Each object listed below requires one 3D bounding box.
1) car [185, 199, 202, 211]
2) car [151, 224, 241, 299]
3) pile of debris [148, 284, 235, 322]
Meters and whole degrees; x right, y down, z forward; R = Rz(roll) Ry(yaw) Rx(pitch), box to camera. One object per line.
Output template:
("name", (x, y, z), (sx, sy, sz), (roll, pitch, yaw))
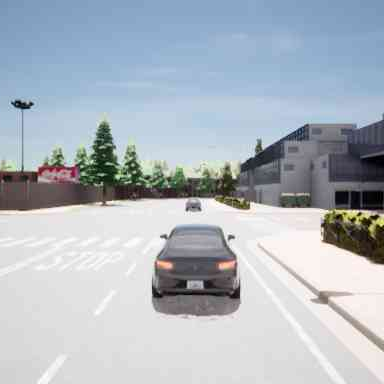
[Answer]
("car", (0.169, 1.503, 39.983), (2.033, 1.411, 5.357), (0, 0, 0))
("car", (0.130, 1.515, 8.312), (1.812, 1.442, 4.674), (0, 0, 2))
("pile of debris", (-0.010, 2.168, 6.665), (1.500, 0.140, 1.860), (0, 0, 0))
